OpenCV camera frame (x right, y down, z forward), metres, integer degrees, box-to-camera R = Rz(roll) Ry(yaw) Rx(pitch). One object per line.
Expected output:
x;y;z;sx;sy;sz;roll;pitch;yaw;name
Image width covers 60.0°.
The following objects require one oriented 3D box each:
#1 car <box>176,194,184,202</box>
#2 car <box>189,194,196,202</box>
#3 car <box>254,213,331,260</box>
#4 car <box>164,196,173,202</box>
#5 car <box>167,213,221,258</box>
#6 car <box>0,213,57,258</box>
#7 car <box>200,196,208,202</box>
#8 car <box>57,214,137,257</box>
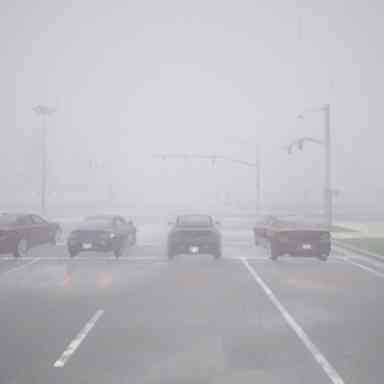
-3.489;1.721;94.335;2.150;2.045;5.566;0;0;0;car
0.011;1.973;94.303;1.882;1.535;5.008;0;0;0;car
3.618;1.547;12.803;1.882;1.535;5.008;0;0;1;car
-6.989;2.035;94.304;2.033;1.411;5.357;0;0;0;car
0.082;1.576;12.983;1.837;1.490;4.892;0;0;0;car
-6.917;1.549;13.188;1.882;1.535;5.008;0;0;0;car
3.511;2.054;94.719;1.994;1.385;4.181;0;0;0;car
-3.415;1.597;13.191;1.812;1.442;4.674;0;0;0;car
